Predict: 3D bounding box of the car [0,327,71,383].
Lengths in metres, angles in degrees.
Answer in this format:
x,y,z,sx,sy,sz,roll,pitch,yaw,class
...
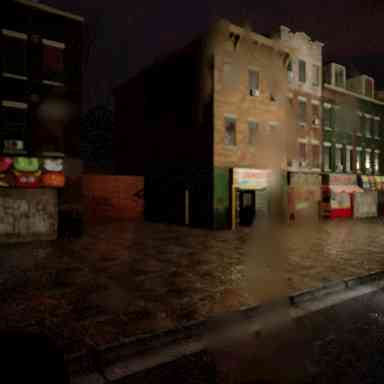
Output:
x,y,z,sx,sy,sz,roll,pitch,yaw,class
-2.856,1.492,1.029,4.902,1.511,2.128,0,0,-35,car
